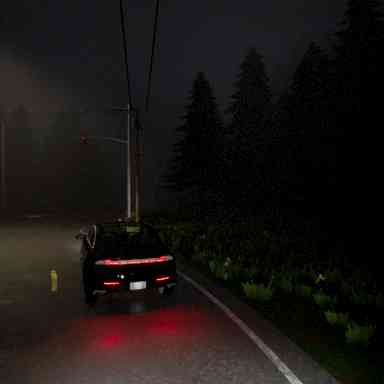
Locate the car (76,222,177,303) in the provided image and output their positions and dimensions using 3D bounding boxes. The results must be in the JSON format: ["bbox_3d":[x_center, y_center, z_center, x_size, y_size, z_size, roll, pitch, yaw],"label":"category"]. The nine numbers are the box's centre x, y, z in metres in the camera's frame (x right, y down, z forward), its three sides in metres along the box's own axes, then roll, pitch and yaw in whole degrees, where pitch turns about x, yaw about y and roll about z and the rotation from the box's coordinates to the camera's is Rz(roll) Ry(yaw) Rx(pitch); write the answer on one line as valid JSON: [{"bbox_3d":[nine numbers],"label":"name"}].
[{"bbox_3d":[-1.789,1.492,8.351,2.128,1.511,4.902,0,0,-19],"label":"car"}]
